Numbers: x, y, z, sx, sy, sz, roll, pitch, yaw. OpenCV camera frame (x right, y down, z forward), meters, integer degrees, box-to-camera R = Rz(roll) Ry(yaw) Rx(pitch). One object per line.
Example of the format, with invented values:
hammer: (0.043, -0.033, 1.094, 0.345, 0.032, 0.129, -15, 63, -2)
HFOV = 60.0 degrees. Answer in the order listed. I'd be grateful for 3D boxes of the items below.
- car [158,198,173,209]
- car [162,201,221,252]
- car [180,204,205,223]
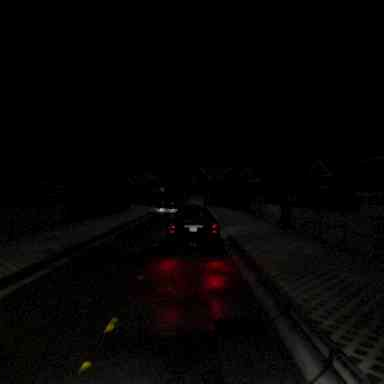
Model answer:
car: (-4.003, 1.650, 51.278, 2.097, 1.767, 4.553, 0, 0, -12)
car: (0.068, 1.437, 14.517, 2.097, 1.767, 4.553, 0, 0, 0)
car: (0.057, 1.767, 28.405, 1.895, 1.301, 4.718, 0, 0, 0)
